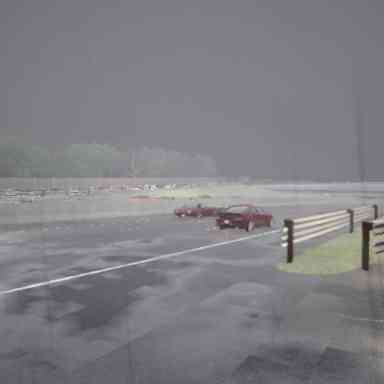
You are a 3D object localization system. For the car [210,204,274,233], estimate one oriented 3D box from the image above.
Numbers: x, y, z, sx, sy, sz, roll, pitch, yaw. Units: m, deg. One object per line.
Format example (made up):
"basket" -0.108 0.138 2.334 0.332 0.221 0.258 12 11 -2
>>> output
"car" 3.372 1.512 20.325 1.882 1.535 5.008 1 0 36

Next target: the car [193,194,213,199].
"car" 1.989 1.099 60.522 2.097 1.767 4.553 1 0 35

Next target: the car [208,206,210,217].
"car" 3.542 1.632 26.394 1.895 1.301 4.718 1 0 36

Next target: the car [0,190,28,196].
"car" -27.318 0.367 50.706 2.033 1.411 5.357 1 2 21

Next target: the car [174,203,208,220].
"car" 0.614 1.599 28.316 1.895 1.301 4.718 1 0 36

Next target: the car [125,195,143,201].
"car" -7.621 1.248 47.191 2.097 1.767 4.553 1 0 36

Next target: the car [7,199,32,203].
"car" -17.652 1.399 33.225 1.895 1.301 4.718 1 0 36

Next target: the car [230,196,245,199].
"car" 7.691 1.486 56.468 2.097 1.767 4.553 1 0 35

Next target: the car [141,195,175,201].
"car" -3.594 1.449 40.788 1.837 1.490 4.892 1 0 36

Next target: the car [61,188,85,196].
"car" -22.509 -0.034 62.725 1.895 1.301 4.718 1 3 23
